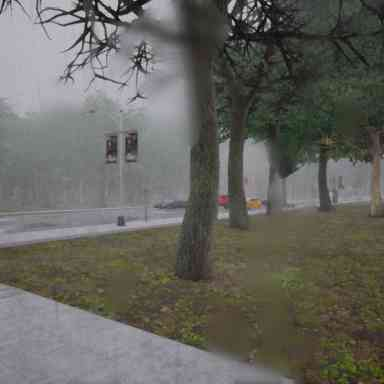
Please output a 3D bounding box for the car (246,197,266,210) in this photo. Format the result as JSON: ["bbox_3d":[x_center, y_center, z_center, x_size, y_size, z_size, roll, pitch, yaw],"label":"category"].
[{"bbox_3d":[7.827,1.552,45.308,1.882,1.535,5.008,0,0,36],"label":"car"}]

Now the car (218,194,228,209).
[{"bbox_3d":[4.830,1.290,46.714,2.150,2.045,5.566,0,0,36],"label":"car"}]

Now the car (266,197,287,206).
[{"bbox_3d":[13.625,1.570,53.505,1.882,1.535,5.008,0,0,36],"label":"car"}]

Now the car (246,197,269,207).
[{"bbox_3d":[10.914,1.594,55.302,1.837,1.490,4.892,0,0,36],"label":"car"}]

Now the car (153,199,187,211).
[{"bbox_3d":[-2.530,1.598,42.235,2.033,1.411,5.357,0,0,36],"label":"car"}]
